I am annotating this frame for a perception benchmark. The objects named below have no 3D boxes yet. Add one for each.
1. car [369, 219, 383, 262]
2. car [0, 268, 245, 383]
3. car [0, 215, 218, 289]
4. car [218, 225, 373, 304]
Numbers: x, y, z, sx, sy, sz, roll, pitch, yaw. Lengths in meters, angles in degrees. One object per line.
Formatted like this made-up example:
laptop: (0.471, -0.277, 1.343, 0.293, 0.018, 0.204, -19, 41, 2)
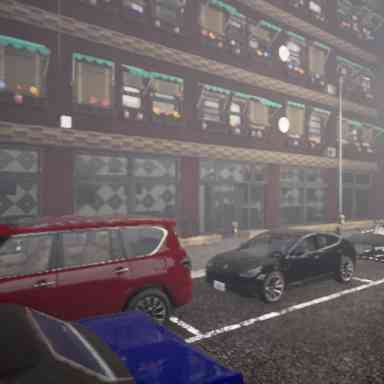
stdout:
car: (6.987, 1.630, 11.550, 4.403, 1.369, 2.008, 0, 0, -36)
car: (-1.981, 1.598, 1.962, 4.718, 1.301, 1.895, 0, 0, -35)
car: (-2.286, 1.321, 4.933, 5.009, 1.841, 2.192, 0, 0, -36)
car: (2.351, 1.608, 8.241, 4.313, 1.339, 1.947, 0, 0, -36)
